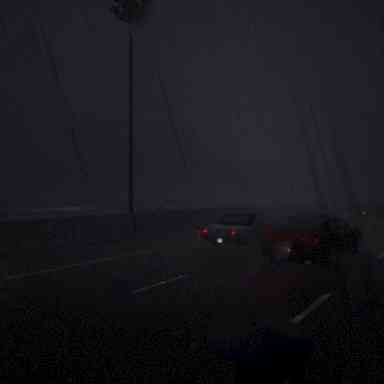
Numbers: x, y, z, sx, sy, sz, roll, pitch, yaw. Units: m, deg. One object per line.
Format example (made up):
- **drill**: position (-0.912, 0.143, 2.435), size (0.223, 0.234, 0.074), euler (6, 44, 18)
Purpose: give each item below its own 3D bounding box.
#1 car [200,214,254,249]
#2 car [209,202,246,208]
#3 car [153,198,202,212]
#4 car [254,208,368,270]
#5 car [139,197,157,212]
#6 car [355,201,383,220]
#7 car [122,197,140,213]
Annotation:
- **car**: position (2.529, 1.601, 14.693), size (1.895, 1.301, 4.718), euler (0, 0, 40)
- **car**: position (3.674, 1.602, 31.479), size (4.718, 1.301, 1.895), euler (0, 0, -44)
- **car**: position (-1.035, 1.529, 31.709), size (1.812, 1.442, 4.674), euler (0, 0, 45)
- **car**: position (4.241, 1.477, 11.282), size (1.882, 1.535, 5.008), euler (0, 0, 40)
- **car**: position (-2.682, 1.481, 35.012), size (5.008, 1.535, 1.882), euler (0, 0, -45)
- **car**: position (15.367, 1.473, 27.763), size (5.008, 1.535, 1.882), euler (0, 0, -42)
- **car**: position (-5.501, 1.357, 37.106), size (4.553, 1.767, 2.097), euler (0, 0, -45)
